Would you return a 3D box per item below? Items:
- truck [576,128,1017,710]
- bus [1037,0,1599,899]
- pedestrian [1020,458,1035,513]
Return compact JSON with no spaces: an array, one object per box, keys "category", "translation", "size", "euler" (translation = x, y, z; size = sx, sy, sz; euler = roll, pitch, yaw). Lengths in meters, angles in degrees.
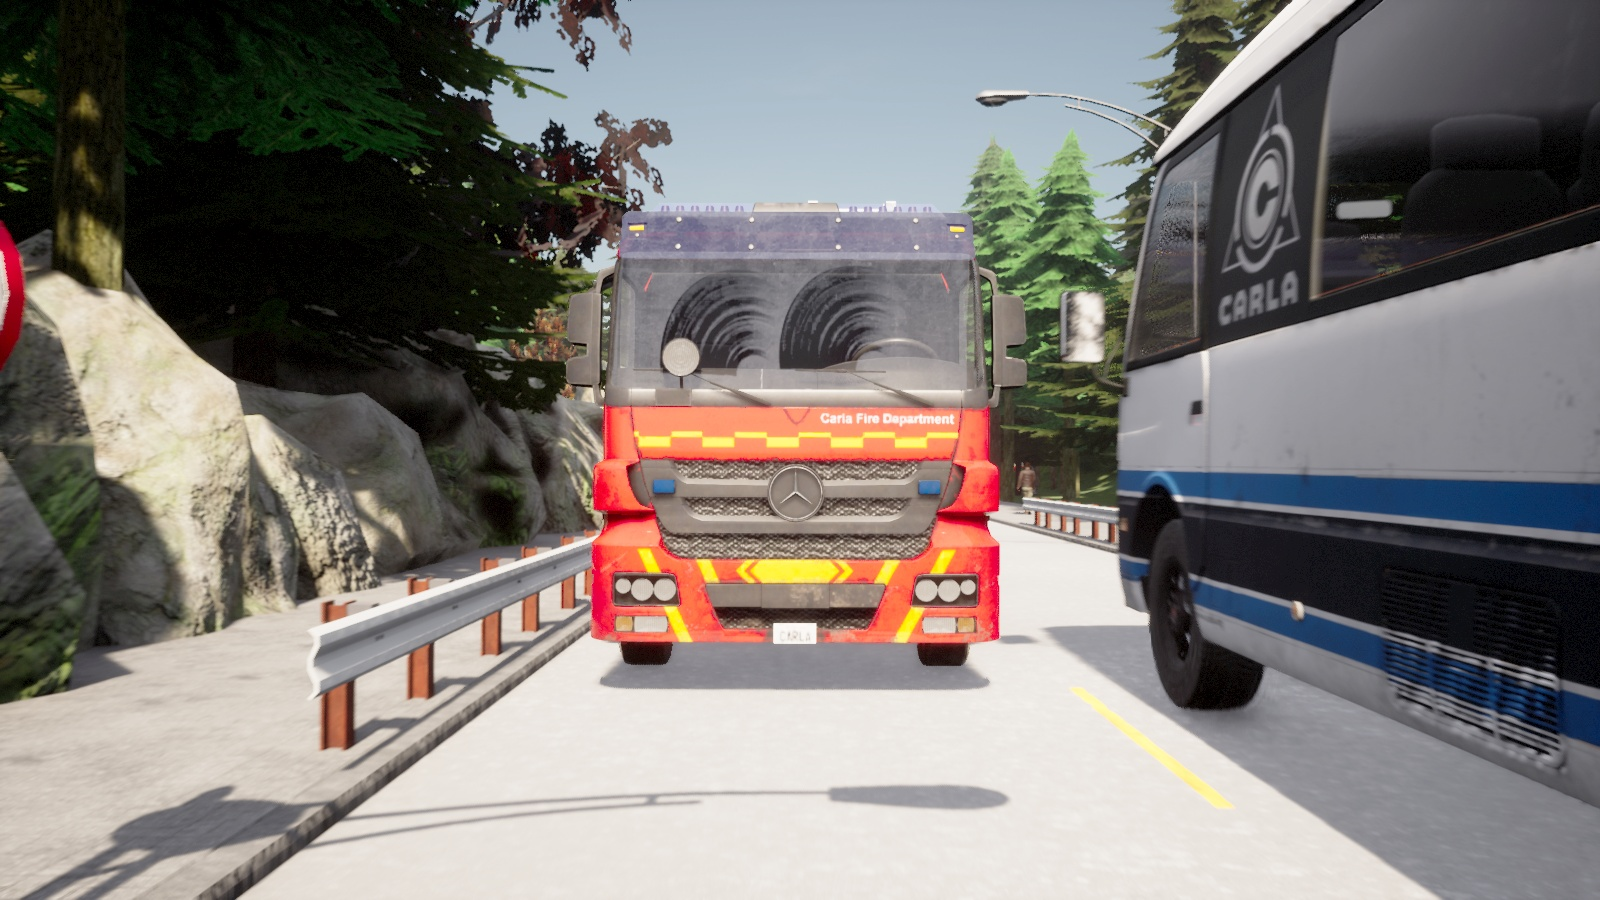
[{"category":"truck","translation":[-0.036,-0.140,12.510],"size":[2.891,3.827,8.468],"euler":[0,-1,0]},{"category":"bus","translation":[3.981,-0.487,5.392],"size":[3.944,4.253,10.273],"euler":[0,-1,0]},{"category":"pedestrian","translation":[7.792,1.213,43.005],"size":[0.431,1.840,0.703],"euler":[0,-1,7]}]
